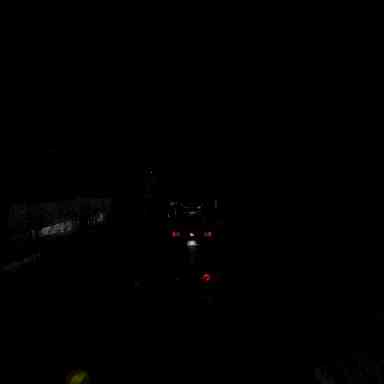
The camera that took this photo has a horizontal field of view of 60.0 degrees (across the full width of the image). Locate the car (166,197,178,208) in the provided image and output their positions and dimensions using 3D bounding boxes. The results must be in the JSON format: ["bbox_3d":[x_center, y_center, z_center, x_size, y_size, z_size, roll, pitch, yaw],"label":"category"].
[{"bbox_3d":[-2.750,1.493,48.657,2.128,1.511,4.902,0,0,0],"label":"car"}]

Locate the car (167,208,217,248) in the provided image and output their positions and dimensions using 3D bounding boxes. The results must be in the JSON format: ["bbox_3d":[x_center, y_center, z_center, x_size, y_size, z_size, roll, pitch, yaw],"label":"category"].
[{"bbox_3d":[0.000,1.616,14.682,1.895,1.301,4.718,0,0,0],"label":"car"}]

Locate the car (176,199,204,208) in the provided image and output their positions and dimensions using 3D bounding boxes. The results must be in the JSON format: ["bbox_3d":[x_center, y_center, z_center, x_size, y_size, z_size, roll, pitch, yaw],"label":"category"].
[{"bbox_3d":[0.000,1.488,29.654,2.128,1.511,4.902,0,0,0],"label":"car"}]
